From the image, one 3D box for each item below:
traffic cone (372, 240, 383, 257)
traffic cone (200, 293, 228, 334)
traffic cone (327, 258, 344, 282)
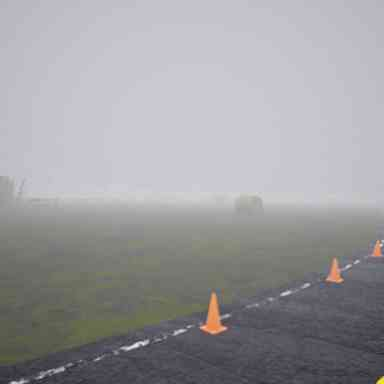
[{"bbox_3d":[6.960,2.101,12.463,0.340,0.580,0.340,0,0,38],"label":"traffic cone"},{"bbox_3d":[0.369,2.001,5.586,0.340,0.580,0.340,1,-1,-41],"label":"traffic cone"},{"bbox_3d":[3.825,2.051,8.871,0.340,0.580,0.340,0,-1,44],"label":"traffic cone"}]
